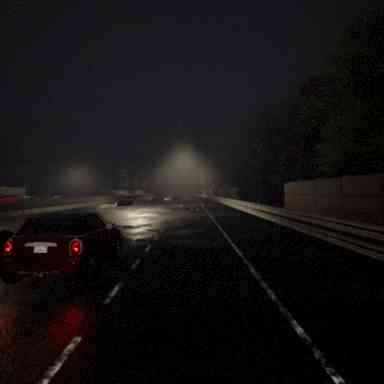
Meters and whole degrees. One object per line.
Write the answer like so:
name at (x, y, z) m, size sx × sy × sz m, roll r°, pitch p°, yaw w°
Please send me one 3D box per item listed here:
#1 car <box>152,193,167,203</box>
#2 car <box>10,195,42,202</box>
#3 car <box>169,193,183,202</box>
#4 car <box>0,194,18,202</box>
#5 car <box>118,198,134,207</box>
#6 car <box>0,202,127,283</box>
car at (-7.016, 1.248, 69.312) m, size 2.150 × 2.045 × 5.566 m, roll 0°, pitch 0°, yaw 0°
car at (-21.059, 1.503, 43.549) m, size 2.128 × 1.511 × 4.902 m, roll 0°, pitch 0°, yaw 1°
car at (-3.517, 1.525, 75.331) m, size 1.837 × 1.490 × 4.892 m, roll 0°, pitch 0°, yaw 0°
car at (-24.551, 1.229, 43.180) m, size 2.150 × 2.045 × 5.566 m, roll 0°, pitch 0°, yaw 1°
car at (-10.514, 1.580, 52.840) m, size 1.994 × 1.385 × 4.181 m, roll 0°, pitch 0°, yaw 0°
car at (-3.504, 1.354, 9.823) m, size 2.097 × 1.767 × 4.553 m, roll 0°, pitch 0°, yaw 0°
